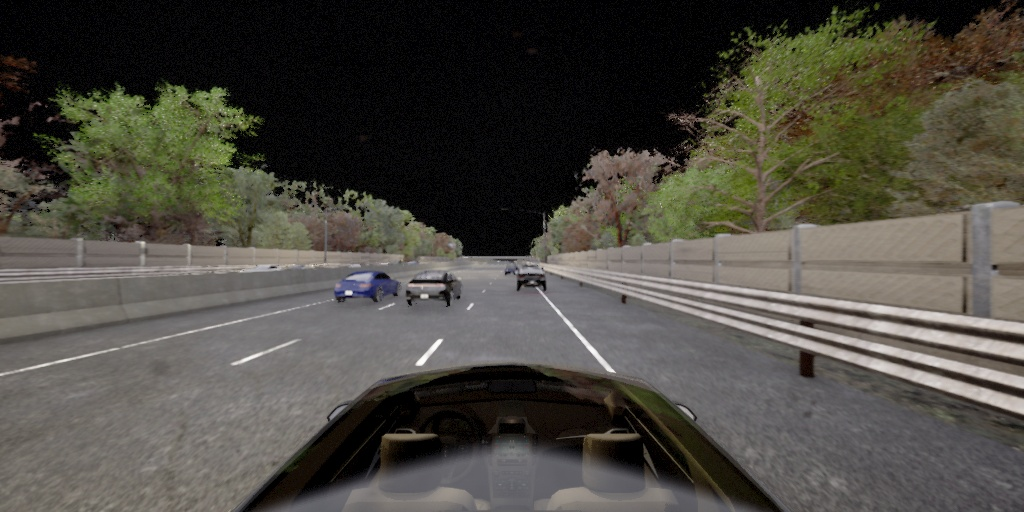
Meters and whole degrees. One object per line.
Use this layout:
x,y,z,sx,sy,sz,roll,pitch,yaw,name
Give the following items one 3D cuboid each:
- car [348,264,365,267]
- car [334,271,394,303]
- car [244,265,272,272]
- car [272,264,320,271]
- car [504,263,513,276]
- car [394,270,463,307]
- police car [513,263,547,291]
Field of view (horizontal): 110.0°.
-17.581,1.671,40.443,1.812,1.442,4.674,0,-1,0,car
-6.897,1.426,17.463,1.812,1.442,4.674,0,-1,0,car
-24.587,1.619,35.679,1.812,1.442,4.674,0,-1,0,car
-21.088,1.587,35.872,2.128,1.511,4.902,0,-1,0,car
0.024,1.799,45.215,1.895,1.301,4.718,0,-1,0,car
-3.399,1.380,16.343,2.128,1.511,4.902,0,-1,0,car
1.226,1.398,24.257,1.930,1.638,5.238,0,-1,0,police car
